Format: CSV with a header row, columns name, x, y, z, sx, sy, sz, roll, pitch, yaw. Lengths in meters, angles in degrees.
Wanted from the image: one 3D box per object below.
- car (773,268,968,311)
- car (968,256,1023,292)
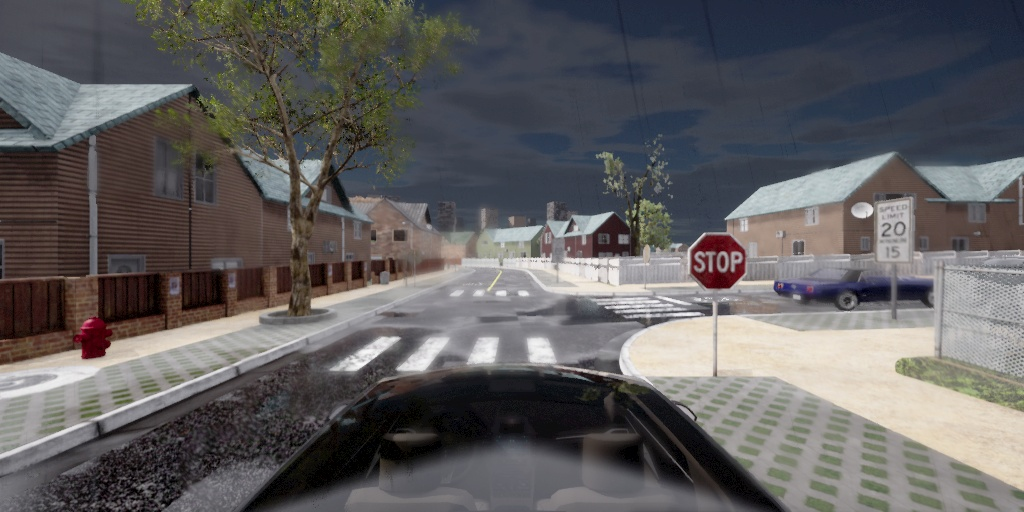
name,x,y,z,sx,sy,sz,roll,pitch,yaw
car,11.717,1.035,12.031,4.718,1.301,1.895,-1,0,-2
car,21.282,0.730,15.191,4.674,1.442,1.812,-1,0,-2
